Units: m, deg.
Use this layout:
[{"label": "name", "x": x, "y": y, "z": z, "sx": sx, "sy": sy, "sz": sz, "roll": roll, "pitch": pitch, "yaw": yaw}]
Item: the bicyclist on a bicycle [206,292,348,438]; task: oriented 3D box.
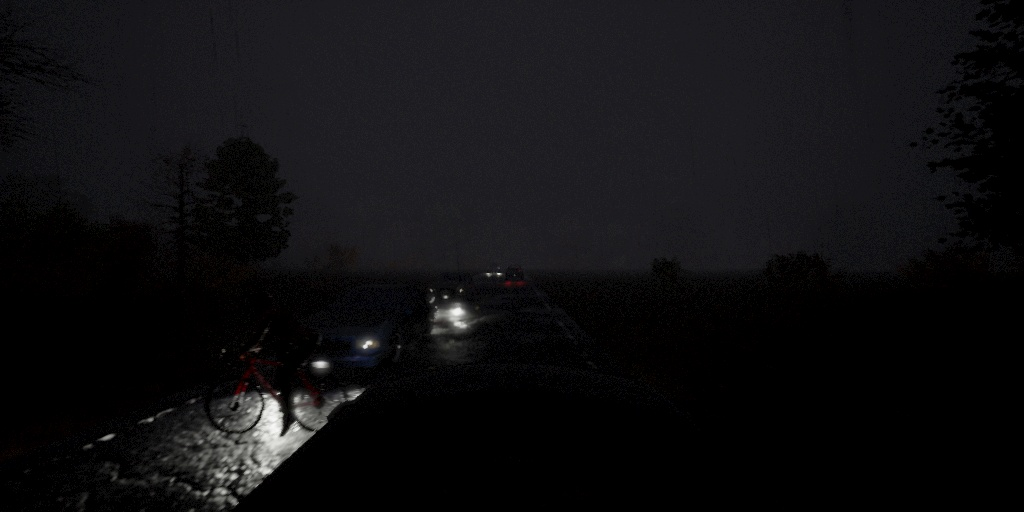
[{"label": "bicyclist on a bicycle", "x": -2.701, "y": 1.235, "z": 4.108, "sx": 1.656, "sy": 1.620, "sz": 0.582, "roll": -2, "pitch": -1, "yaw": 0}]

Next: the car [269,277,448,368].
[{"label": "car", "x": -3.076, "y": 1.384, "z": 8.404, "sx": 2.033, "sy": 1.411, "sz": 5.357, "roll": 0, "pitch": -1, "yaw": 0}]

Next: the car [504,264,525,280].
[{"label": "car", "x": 0.249, "y": 1.694, "z": 37.131, "sx": 2.128, "sy": 1.511, "sz": 4.902, "roll": 0, "pitch": -1, "yaw": 0}]

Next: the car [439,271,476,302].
[{"label": "car", "x": -3.021, "y": 1.520, "z": 19.032, "sx": 2.033, "sy": 1.411, "sz": 5.357, "roll": 0, "pitch": -1, "yaw": 0}]

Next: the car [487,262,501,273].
[{"label": "car", "x": -2.838, "y": 1.808, "z": 57.622, "sx": 2.097, "sy": 1.767, "sz": 4.553, "roll": 0, "pitch": -1, "yaw": 1}]
